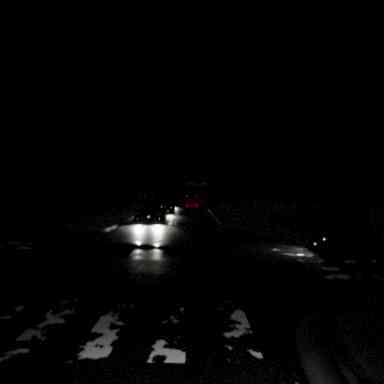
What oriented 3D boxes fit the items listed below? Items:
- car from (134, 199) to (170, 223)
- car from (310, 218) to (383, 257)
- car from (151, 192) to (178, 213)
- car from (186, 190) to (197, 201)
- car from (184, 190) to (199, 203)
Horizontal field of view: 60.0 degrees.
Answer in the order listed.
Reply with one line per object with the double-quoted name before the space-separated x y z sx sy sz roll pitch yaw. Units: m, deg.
"car" -2.880 1.453 24.002 1.994 1.385 4.181 0 0 0
"car" 7.553 1.710 12.998 5.357 1.411 2.033 1 0 4
"car" -2.896 1.017 34.174 2.150 2.045 5.566 0 1 0
"car" -0.091 0.637 65.262 2.150 2.045 5.566 0 1 0
"car" -0.077 0.779 54.841 2.150 2.045 5.566 0 1 0
